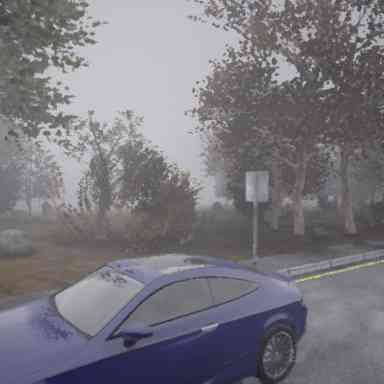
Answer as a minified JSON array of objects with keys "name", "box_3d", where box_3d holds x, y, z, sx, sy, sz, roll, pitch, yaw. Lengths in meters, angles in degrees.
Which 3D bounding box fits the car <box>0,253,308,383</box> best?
[{"name":"car","box_3d":[-0.540,1.536,3.919,4.674,1.442,1.812,0,0,-35]}]
